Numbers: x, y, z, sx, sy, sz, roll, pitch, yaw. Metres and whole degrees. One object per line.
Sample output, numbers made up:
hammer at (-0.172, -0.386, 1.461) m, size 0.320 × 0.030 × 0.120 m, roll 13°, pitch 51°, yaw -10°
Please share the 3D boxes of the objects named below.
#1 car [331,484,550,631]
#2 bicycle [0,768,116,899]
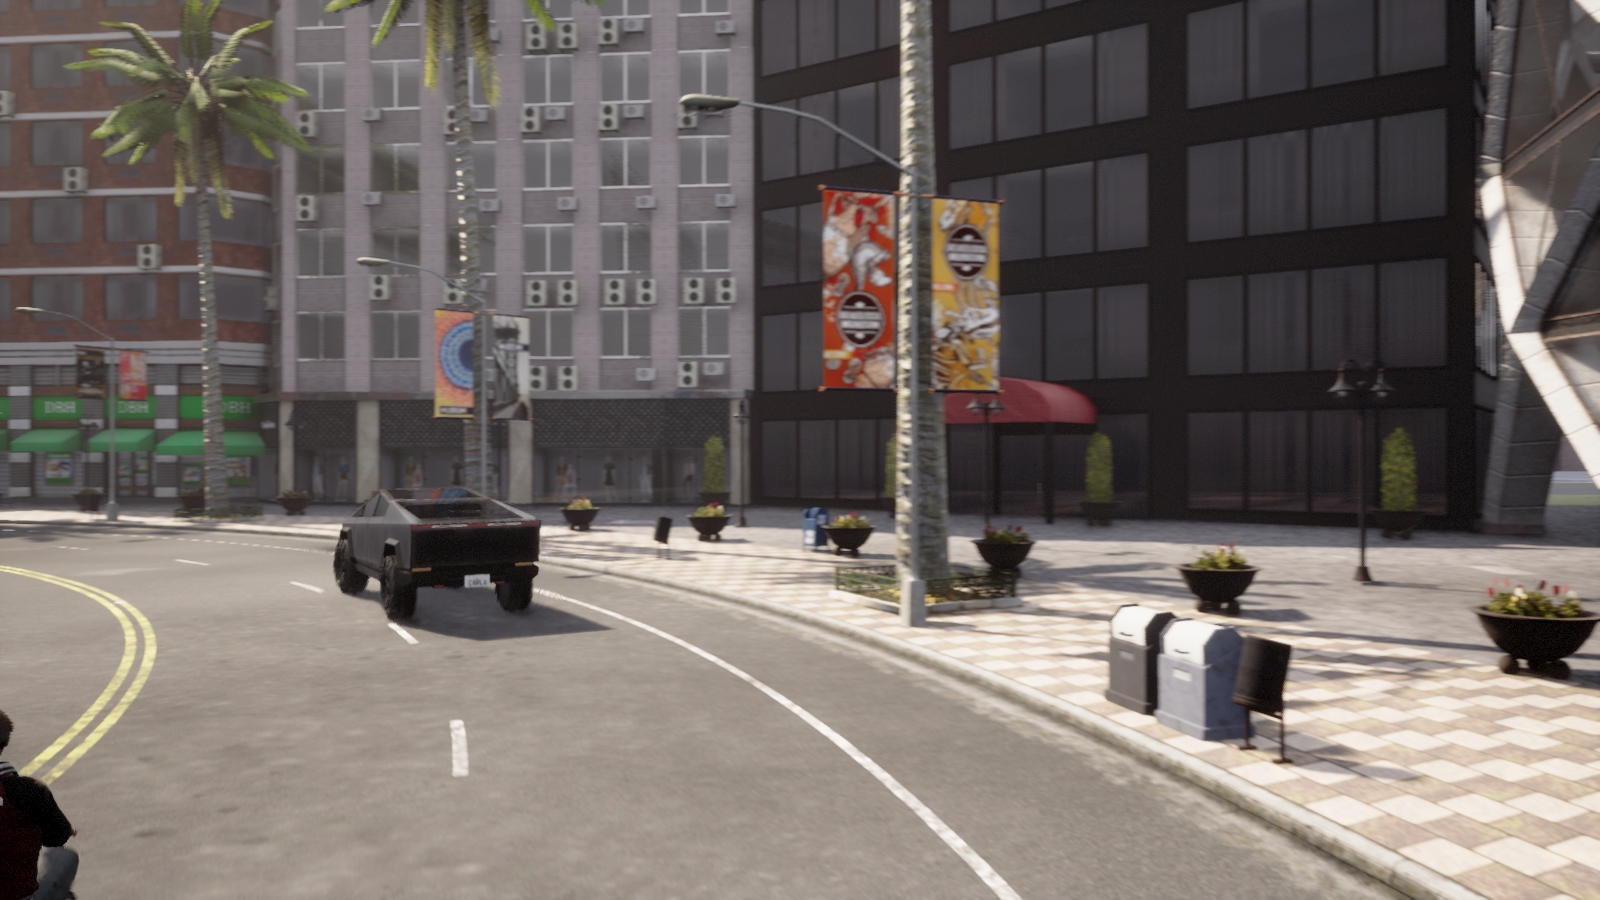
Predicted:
car at (-6.834, 1.765, 21.084) m, size 2.390 × 2.098 × 6.274 m, roll 0°, pitch 0°, yaw -32°
bicycle at (-3.390, 2.215, 4.914) m, size 0.329 × 1.171 × 1.835 m, roll 0°, pitch 0°, yaw -17°
